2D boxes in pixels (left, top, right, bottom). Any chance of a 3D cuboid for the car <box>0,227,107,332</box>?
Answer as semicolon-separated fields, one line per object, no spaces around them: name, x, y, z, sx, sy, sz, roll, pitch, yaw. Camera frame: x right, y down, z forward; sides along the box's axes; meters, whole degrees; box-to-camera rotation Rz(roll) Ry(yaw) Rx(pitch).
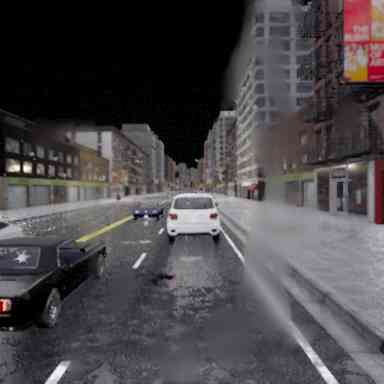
car;-3.168;1.559;6.781;1.895;1.301;4.718;-1;1;0

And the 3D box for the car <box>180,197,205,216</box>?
car;0.053;1.239;30.555;2.033;1.411;5.357;-1;1;0

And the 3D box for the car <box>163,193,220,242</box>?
car;0.071;1.065;15.444;2.150;2.045;5.566;-1;1;0

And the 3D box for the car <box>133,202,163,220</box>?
car;-3.167;1.375;25.111;1.895;1.301;4.718;-1;1;0

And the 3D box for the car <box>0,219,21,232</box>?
car;-6.619;1.486;9.638;1.812;1.442;4.674;-1;1;0
